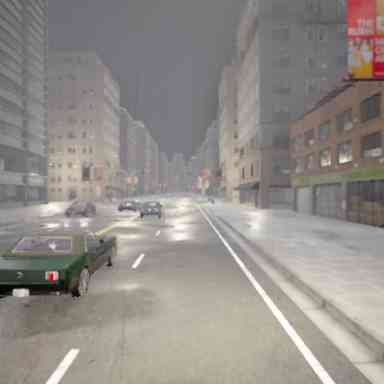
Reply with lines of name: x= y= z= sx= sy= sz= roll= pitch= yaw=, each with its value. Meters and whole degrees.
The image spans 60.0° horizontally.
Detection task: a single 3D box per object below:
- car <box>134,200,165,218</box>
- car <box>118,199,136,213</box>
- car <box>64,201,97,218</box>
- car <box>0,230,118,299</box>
car: x=-3.526 y=1.529 z=29.925 sx=2.033 sy=1.411 sz=5.357 roll=0 pitch=0 yaw=-1
car: x=-7.024 y=1.535 z=37.882 sx=2.033 sy=1.411 sz=5.357 roll=0 pitch=0 yaw=0
car: x=-10.223 y=1.542 z=30.908 sx=1.812 sy=1.442 sz=4.674 roll=0 pitch=0 yaw=-1
car: x=-3.239 y=1.610 z=8.477 sx=1.895 sy=1.301 sz=4.718 roll=0 pitch=0 yaw=-1
